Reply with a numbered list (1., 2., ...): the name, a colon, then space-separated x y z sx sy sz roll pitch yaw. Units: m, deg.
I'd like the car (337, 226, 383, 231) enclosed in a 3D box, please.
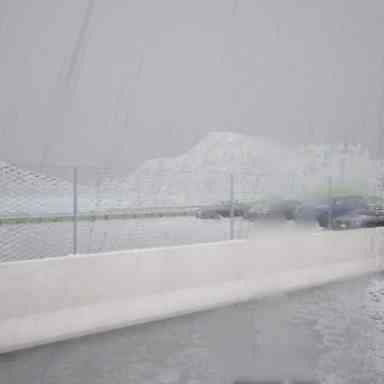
1. car: 9.481 1.544 18.033 4.181 1.385 1.994 0 0 -29
